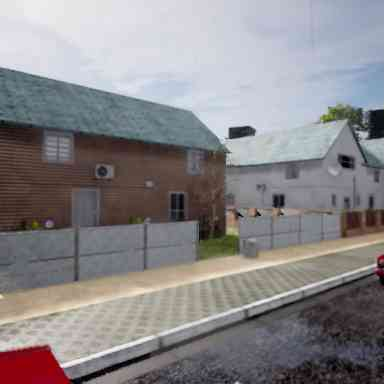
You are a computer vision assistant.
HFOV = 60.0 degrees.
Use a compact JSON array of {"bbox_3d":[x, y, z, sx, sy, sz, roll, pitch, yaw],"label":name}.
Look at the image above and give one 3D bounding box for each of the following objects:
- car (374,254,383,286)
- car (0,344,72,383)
[{"bbox_3d":[6.701,1.797,8.887,4.718,1.301,1.895,1,-2,-41],"label":"car"},{"bbox_3d":[-2.771,1.624,1.189,4.718,1.301,1.895,1,-1,-35],"label":"car"}]
